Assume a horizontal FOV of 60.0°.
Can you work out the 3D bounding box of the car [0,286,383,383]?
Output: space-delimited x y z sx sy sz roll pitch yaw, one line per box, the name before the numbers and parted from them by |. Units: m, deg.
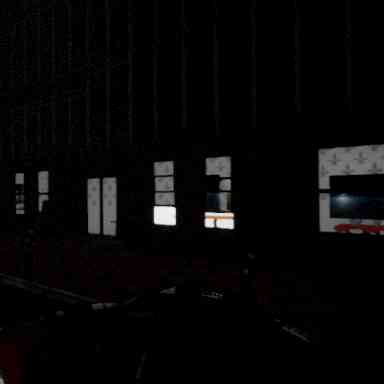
car | -0.313 1.600 3.097 4.206 1.307 1.802 -1 0 36
